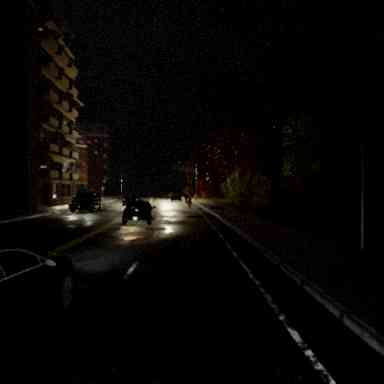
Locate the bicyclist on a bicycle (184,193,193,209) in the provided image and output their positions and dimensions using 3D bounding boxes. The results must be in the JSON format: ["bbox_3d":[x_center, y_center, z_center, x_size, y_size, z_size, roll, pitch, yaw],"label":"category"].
[{"bbox_3d":[-0.259,1.188,38.770,0.866,1.612,1.509,0,0,-4],"label":"bicyclist on a bicycle"}]

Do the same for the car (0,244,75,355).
[{"bbox_3d":[-3.196,1.463,4.655,2.128,1.511,4.902,0,0,0],"label":"car"}]

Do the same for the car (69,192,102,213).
[{"bbox_3d":[-10.764,1.016,34.008,2.150,2.045,5.566,0,0,-3],"label":"car"}]

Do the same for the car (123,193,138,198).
[{"bbox_3d":[-8.138,1.070,44.766,2.097,1.767,4.553,0,1,-4],"label":"car"}]

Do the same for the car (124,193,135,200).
[{"bbox_3d":[-14.063,0.951,75.588,2.033,1.411,5.357,0,0,-6],"label":"car"}]

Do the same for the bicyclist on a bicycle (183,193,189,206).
[{"bbox_3d":[-0.875,1.060,48.160,0.659,1.776,1.843,0,1,-4],"label":"bicyclist on a bicycle"}]

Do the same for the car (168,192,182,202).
[{"bbox_3d":[-2.993,1.068,63.300,1.882,1.535,5.008,0,0,-5],"label":"car"}]

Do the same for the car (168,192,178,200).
[{"bbox_3d":[-4.390,0.850,76.841,2.097,1.767,4.553,0,0,-6],"label":"car"}]

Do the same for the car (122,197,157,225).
[{"bbox_3d":[-3.592,1.362,22.951,1.837,1.490,4.892,0,0,-2],"label":"car"}]
